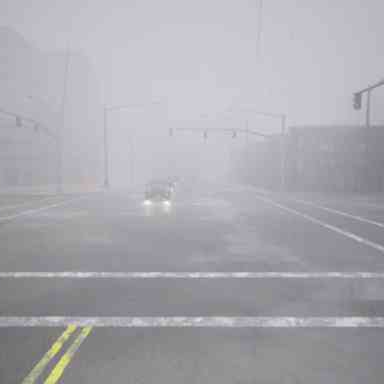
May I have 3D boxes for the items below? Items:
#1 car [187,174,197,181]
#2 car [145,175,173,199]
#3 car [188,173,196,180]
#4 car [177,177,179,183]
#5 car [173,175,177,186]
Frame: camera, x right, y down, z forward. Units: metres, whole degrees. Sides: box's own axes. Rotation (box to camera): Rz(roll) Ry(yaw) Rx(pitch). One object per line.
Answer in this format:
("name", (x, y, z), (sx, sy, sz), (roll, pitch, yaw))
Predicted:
("car", (0.004, -3.045, 70.928), (1.994, 1.385, 4.181), (0, 4, 0))
("car", (-3.033, -0.368, 29.034), (2.097, 1.767, 4.553), (0, 4, -7))
("car", (0.005, -3.781, 80.754), (2.033, 1.411, 5.357), (0, 4, 0))
("car", (-3.554, -2.408, 61.920), (1.994, 1.385, 4.181), (0, 4, 0))
("car", (-3.590, -1.328, 46.155), (1.994, 1.385, 4.181), (0, 4, 0))
